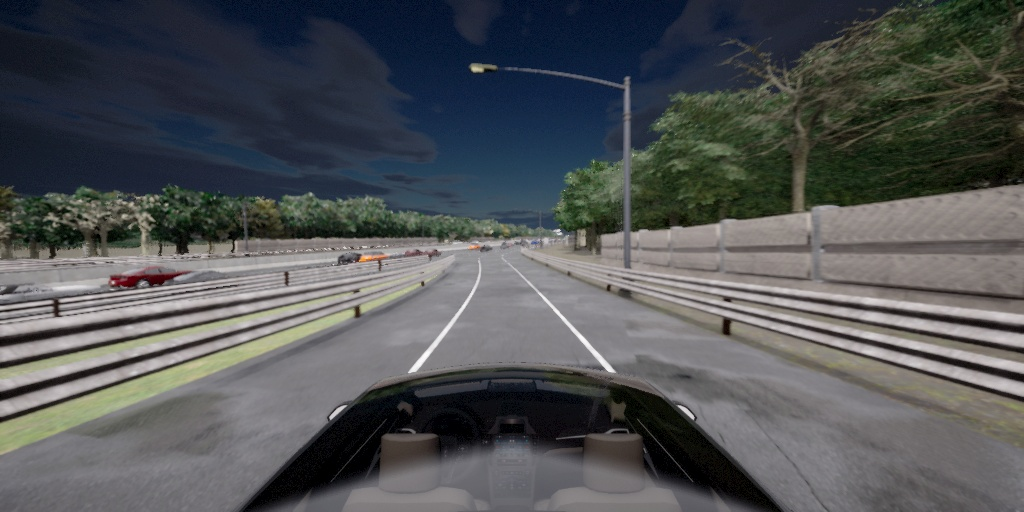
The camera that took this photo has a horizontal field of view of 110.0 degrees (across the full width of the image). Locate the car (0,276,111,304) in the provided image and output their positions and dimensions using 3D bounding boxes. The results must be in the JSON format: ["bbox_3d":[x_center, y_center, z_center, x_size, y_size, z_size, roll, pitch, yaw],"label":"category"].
[{"bbox_3d":[-24.468,2.010,18.309,1.895,1.301,4.718,0,3,14],"label":"car"}]

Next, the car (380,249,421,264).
[{"bbox_3d":[-14.134,0.322,45.784,2.128,1.511,4.902,0,3,14],"label":"car"}]

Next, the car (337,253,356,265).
[{"bbox_3d":[-20.933,0.292,47.445,1.837,1.490,4.892,0,3,14],"label":"car"}]

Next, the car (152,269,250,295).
[{"bbox_3d":[-19.653,1.658,23.251,1.812,1.442,4.674,0,3,14],"label":"car"}]

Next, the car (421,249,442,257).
[{"bbox_3d":[-13.767,-0.554,61.987,1.812,1.442,4.674,0,3,14],"label":"car"}]

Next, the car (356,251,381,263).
[{"bbox_3d":[-17.544,0.166,46.565,2.097,1.767,4.553,0,3,14],"label":"car"}]

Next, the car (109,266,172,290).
[{"bbox_3d":[-26.095,1.495,26.373,1.882,1.535,5.008,0,3,14],"label":"car"}]

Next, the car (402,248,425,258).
[{"bbox_3d":[-17.166,-0.572,62.819,1.812,1.442,4.674,0,3,14],"label":"car"}]
